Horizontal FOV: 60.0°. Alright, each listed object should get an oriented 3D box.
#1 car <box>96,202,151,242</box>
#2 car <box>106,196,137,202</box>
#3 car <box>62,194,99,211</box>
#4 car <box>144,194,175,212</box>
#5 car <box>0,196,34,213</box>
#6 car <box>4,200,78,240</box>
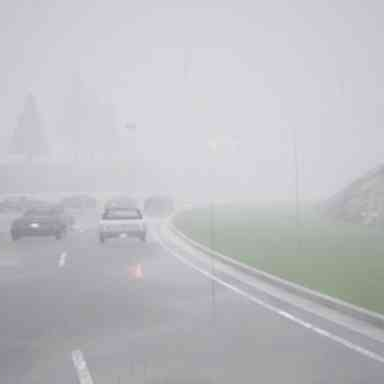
[{"bbox_3d":[-3.111,1.332,14.869,1.895,1.301,4.718,0,1,-13],"label":"car"},{"bbox_3d":[-6.507,1.007,30.968,1.994,1.385,4.181,1,1,11],"label":"car"},{"bbox_3d":[-10.167,0.925,30.407,1.837,1.490,4.892,0,1,9],"label":"car"},{"bbox_3d":[-2.981,0.980,30.911,1.837,1.490,4.892,0,1,12],"label":"car"},{"bbox_3d":[-14.257,1.022,28.112,1.895,1.301,4.718,1,1,5],"label":"car"},{"bbox_3d":[-6.640,1.260,15.158,1.994,1.385,4.181,0,1,-12],"label":"car"}]
